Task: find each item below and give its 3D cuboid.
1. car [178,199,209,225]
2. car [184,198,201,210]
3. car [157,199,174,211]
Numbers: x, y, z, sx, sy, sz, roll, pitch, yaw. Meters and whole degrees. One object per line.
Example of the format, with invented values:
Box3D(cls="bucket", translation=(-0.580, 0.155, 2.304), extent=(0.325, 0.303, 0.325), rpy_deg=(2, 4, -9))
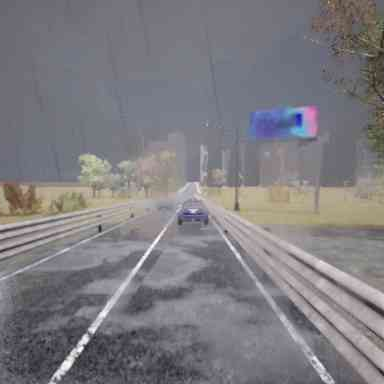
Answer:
Box3D(cls="car", translation=(0.090, 1.346, 24.270), extent=(2.097, 1.767, 4.553), rpy_deg=(0, 0, 0))
Box3D(cls="car", translation=(0.079, 1.553, 42.545), extent=(1.994, 1.385, 4.181), rpy_deg=(0, 0, 0))
Box3D(cls="car", translation=(-3.272, 1.592, 41.567), extent=(2.033, 1.411, 5.357), rpy_deg=(0, 0, 0))
